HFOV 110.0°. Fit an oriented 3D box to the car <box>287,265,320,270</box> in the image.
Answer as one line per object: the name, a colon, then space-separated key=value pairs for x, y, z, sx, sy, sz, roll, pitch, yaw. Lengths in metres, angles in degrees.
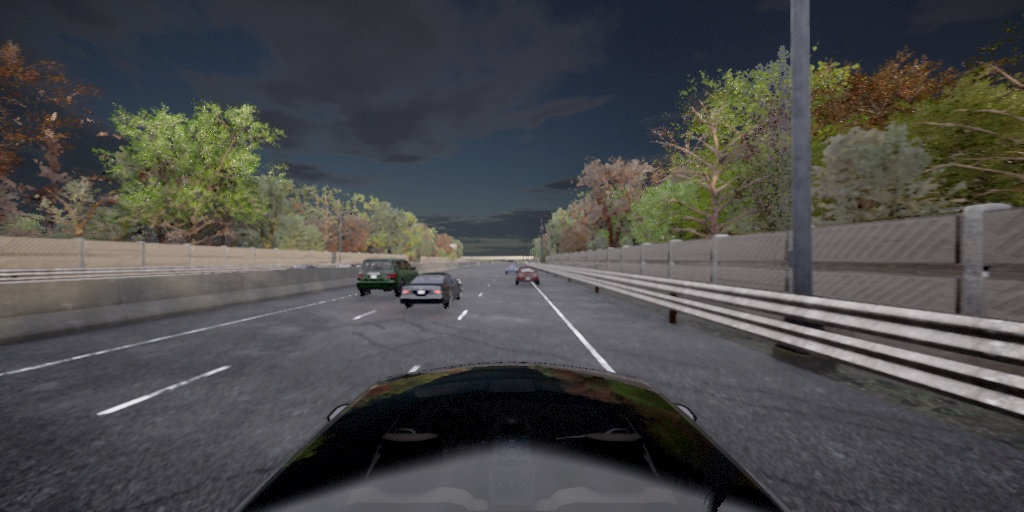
car: x=-24.601 y=1.718 z=42.343 sx=2.033 sy=1.411 sz=5.357 roll=0 pitch=-1 yaw=0

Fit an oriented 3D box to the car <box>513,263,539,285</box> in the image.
car: x=1.214 y=1.554 z=29.215 sx=1.812 sy=1.442 sz=4.674 roll=0 pitch=-1 yaw=0

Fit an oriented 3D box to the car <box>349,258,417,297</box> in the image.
car: x=-6.911 y=1.155 z=20.606 sx=2.150 sy=2.045 sz=5.566 roll=0 pitch=-1 yaw=0

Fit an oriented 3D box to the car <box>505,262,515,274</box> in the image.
car: x=-0.007 y=1.808 z=50.205 sx=2.033 sy=1.411 sz=5.357 roll=0 pitch=-1 yaw=1

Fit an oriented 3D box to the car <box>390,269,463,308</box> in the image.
car: x=-3.407 y=1.434 z=15.963 sx=2.033 sy=1.411 sz=5.357 roll=0 pitch=-1 yaw=0

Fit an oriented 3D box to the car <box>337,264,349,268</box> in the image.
car: x=-21.093 y=1.734 z=45.743 sx=1.812 sy=1.442 sz=4.674 roll=0 pitch=-1 yaw=0
